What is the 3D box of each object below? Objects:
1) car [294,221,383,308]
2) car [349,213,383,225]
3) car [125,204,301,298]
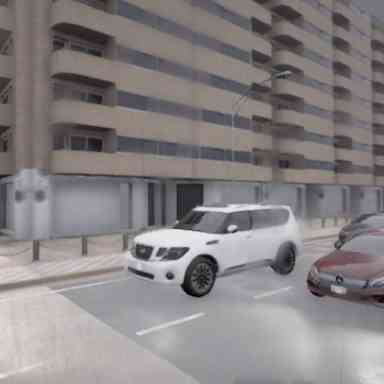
[{"bbox_3d":[4.616,1.635,7.906,4.674,1.442,1.812,0,-1,-40],"label":"car"},{"bbox_3d":[8.804,1.745,15.822,4.674,1.442,1.812,0,-1,-39],"label":"car"},{"bbox_3d":[0.908,1.377,9.396,5.566,2.045,2.150,0,-1,-40],"label":"car"}]
